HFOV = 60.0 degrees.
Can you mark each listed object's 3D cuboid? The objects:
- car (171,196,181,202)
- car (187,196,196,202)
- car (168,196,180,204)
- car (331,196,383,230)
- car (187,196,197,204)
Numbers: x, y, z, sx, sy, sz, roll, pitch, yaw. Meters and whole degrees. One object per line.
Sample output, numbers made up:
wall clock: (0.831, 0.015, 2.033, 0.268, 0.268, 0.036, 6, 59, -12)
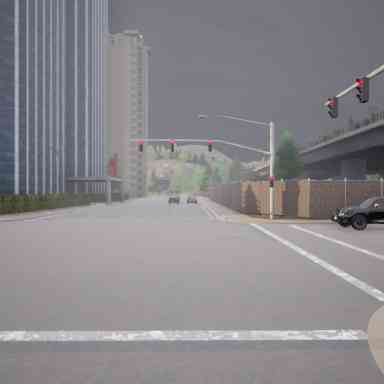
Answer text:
car: (-3.598, 1.540, 74.457, 2.033, 1.411, 5.357, 0, 0, 0)
car: (-0.099, 1.595, 74.598, 1.895, 1.301, 4.718, 0, 0, 0)
car: (-3.488, 1.478, 64.240, 1.882, 1.535, 5.008, 0, 0, 0)
car: (11.817, 1.277, 20.970, 5.566, 2.045, 2.150, 0, 0, 0)
car: (0.014, 1.564, 64.636, 1.994, 1.385, 4.181, 0, 0, 0)
